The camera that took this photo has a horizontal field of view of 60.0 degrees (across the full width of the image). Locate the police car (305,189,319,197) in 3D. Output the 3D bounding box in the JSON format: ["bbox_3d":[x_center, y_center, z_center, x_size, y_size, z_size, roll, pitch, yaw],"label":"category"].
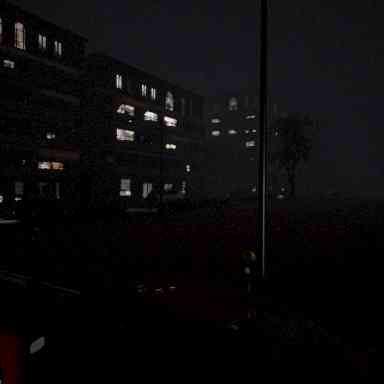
[{"bbox_3d":[27.726,0.191,76.622,1.930,1.638,5.238,0,1,32],"label":"police car"}]

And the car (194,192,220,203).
[{"bbox_3d":[2.387,0.808,51.382,2.008,1.369,4.403,2,2,35],"label":"car"}]

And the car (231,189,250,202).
[{"bbox_3d":[7.516,0.644,48.724,2.097,1.767,4.553,1,1,35],"label":"car"}]

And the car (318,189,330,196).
[{"bbox_3d":[33.656,0.069,84.792,1.801,1.575,5.366,1,1,35],"label":"car"}]

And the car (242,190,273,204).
[{"bbox_3d":[9.263,0.877,46.592,2.008,1.369,4.403,2,2,35],"label":"car"}]

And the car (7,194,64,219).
[{"bbox_3d":[-11.781,1.230,26.533,1.837,1.490,4.892,1,1,35],"label":"car"}]

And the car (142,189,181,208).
[{"bbox_3d":[-3.370,0.708,38.598,2.150,2.045,5.566,1,2,35],"label":"car"}]

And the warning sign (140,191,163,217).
[{"bbox_3d":[-3.033,0.851,24.820,1.300,1.860,1.060,-1,0,35],"label":"warning sign"}]

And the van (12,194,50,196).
[{"bbox_3d":[-13.526,1.035,28.529,1.690,1.788,3.998,2,2,35],"label":"van"}]

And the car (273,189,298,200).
[{"bbox_3d":[15.727,0.676,55.870,1.752,1.417,4.829,2,2,35],"label":"car"}]

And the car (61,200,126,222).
[{"bbox_3d":[-6.653,1.329,23.745,1.947,1.339,4.313,2,2,35],"label":"car"}]

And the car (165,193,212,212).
[{"bbox_3d":[-0.287,1.132,32.882,1.887,1.381,4.507,2,2,35],"label":"car"}]

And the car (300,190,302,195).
[{"bbox_3d":[27.852,0.115,87.938,1.887,1.381,4.507,2,2,35],"label":"car"}]

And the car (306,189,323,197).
[{"bbox_3d":[25.180,0.446,69.440,2.008,1.369,4.403,2,2,35],"label":"car"}]

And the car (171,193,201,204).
[{"bbox_3d":[-0.796,0.910,46.812,1.947,1.339,4.313,2,2,35],"label":"car"}]

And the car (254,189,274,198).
[{"bbox_3d":[15.123,0.227,69.654,2.192,1.841,5.009,2,2,35],"label":"car"}]

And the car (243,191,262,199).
[{"bbox_3d":[11.840,0.526,64.950,1.752,1.417,4.829,2,2,35],"label":"car"}]

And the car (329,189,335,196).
[{"bbox_3d":[34.729,0.079,83.145,1.967,1.590,4.097,2,2,35],"label":"car"}]

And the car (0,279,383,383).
[{"bbox_3d":[-0.308,1.544,3.091,4.507,1.381,1.887,0,0,36],"label":"car"}]

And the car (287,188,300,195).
[{"bbox_3d":[24.672,-0.029,83.362,2.192,1.841,5.009,2,2,35],"label":"car"}]

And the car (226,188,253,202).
[{"bbox_3d":[7.881,0.470,54.578,2.150,2.045,5.566,1,1,35],"label":"car"}]

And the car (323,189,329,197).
[{"bbox_3d":[28.362,0.361,74.008,2.008,1.369,4.403,2,2,35],"label":"car"}]

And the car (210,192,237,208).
[{"bbox_3d":[2.896,1.051,37.452,2.008,1.369,4.403,2,2,35],"label":"car"}]
